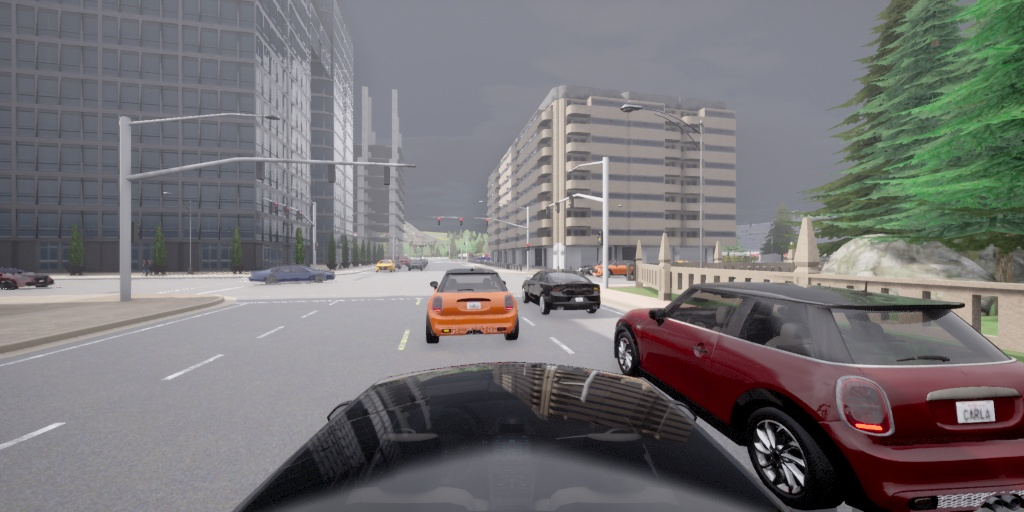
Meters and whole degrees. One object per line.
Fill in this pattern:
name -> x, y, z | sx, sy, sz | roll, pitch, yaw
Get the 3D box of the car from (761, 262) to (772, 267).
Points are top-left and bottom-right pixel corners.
car -> 29.864, 1.406, 42.582 | 4.718, 1.301, 1.895 | 0, 0, -12

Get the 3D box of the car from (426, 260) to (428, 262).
car -> -14.936, 1.314, 57.571 | 1.994, 1.385, 4.181 | 0, 0, -12

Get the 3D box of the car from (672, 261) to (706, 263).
car -> 18.802, 1.331, 36.563 | 4.674, 1.442, 1.812 | 0, 0, -12

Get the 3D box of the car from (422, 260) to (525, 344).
car -> -1.181, 1.102, 9.912 | 2.097, 1.767, 4.553 | 0, 0, -10

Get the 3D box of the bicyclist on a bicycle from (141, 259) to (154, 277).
bicyclist on a bicycle -> -33.998, 1.106, 33.445 | 0.582, 1.620, 1.656 | 0, 0, -12

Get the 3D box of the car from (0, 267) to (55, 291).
car -> -31.125, 1.369, 21.808 | 4.181, 1.385, 1.994 | 0, 0, -12

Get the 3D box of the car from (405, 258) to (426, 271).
car -> -13.083, 1.255, 48.868 | 1.837, 1.490, 4.892 | 0, 0, -12

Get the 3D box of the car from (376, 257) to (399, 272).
car -> -15.890, 1.227, 45.227 | 1.882, 1.535, 5.008 | 0, 0, -12

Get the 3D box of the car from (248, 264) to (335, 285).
car -> -15.995, 1.319, 26.322 | 5.357, 1.411, 2.033 | -1, 0, -26

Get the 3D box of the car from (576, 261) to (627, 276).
car -> 9.480, 1.297, 38.108 | 4.902, 1.511, 2.128 | 0, 0, -12

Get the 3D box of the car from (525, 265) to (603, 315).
car -> 1.686, 1.228, 13.773 | 1.882, 1.535, 5.008 | 0, 0, -10

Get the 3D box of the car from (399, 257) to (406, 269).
car -> -17.853, 1.241, 54.441 | 2.128, 1.511, 4.902 | 0, 0, -12

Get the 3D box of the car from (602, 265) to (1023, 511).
car -> 3.015, 1.102, 4.608 | 2.097, 1.767, 4.553 | 0, 0, -6

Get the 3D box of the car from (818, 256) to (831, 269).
car -> 32.775, 1.027, 39.633 | 5.566, 2.045, 2.150 | 0, 0, -12

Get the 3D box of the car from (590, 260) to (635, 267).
car -> 10.030, 1.157, 34.642 | 4.553, 1.767, 2.097 | 0, 0, -12
